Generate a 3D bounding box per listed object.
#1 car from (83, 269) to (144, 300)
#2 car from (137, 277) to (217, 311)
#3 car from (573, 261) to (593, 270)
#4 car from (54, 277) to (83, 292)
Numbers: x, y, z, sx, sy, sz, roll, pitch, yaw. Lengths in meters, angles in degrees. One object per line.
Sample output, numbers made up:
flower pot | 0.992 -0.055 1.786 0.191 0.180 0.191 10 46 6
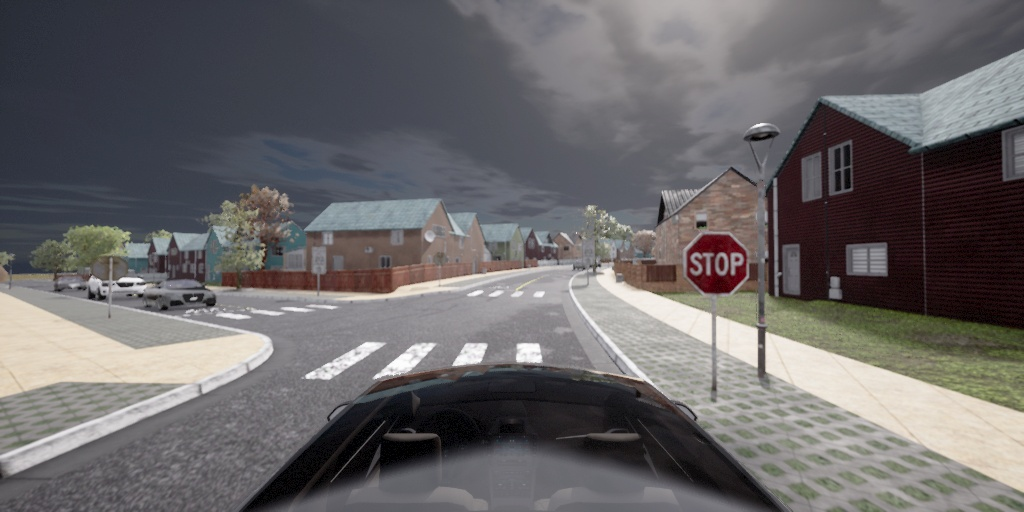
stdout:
car | -27.783 1.935 25.193 5.566 2.045 2.150 -1 -2 33
car | -16.544 1.872 17.835 4.181 1.385 1.994 -2 -2 33
car | 10.891 1.448 56.488 2.128 1.511 4.902 0 0 23
car | -45.014 2.851 36.564 4.902 1.511 2.128 -2 -2 33
